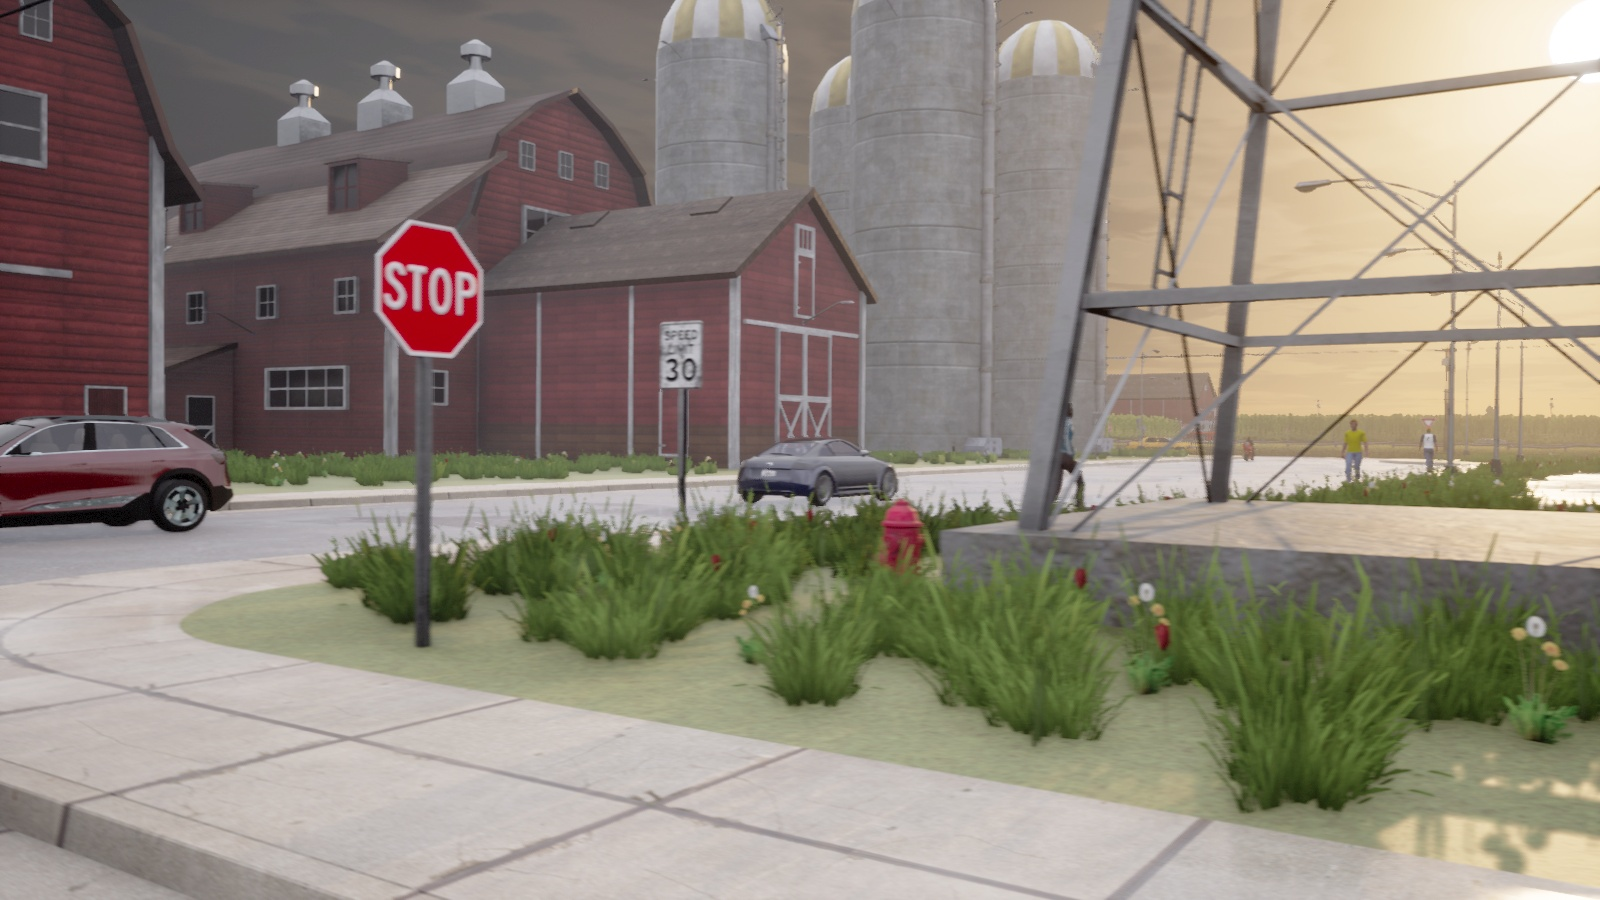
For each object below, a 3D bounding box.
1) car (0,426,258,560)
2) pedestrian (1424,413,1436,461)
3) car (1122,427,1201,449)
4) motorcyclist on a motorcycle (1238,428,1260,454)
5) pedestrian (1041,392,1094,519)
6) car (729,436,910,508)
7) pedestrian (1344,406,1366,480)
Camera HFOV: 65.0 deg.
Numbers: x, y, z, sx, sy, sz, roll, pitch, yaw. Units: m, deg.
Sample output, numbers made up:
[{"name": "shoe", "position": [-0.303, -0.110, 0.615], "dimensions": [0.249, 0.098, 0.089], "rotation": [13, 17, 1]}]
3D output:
[{"name": "car", "position": [-10.136, 0.514, 16.919], "dimensions": [2.033, 1.649, 4.856], "rotation": [0, 1, 34]}, {"name": "pedestrian", "position": [24.246, -0.496, 48.346], "dimensions": [0.354, 1.836, 0.706], "rotation": [0, 1, 32]}, {"name": "car", "position": [27.102, -0.875, 94.183], "dimensions": [5.366, 1.575, 1.801], "rotation": [0, 1, 34]}, {"name": "motorcyclist on a motorcycle", "position": [26.589, -0.550, 74.286], "dimensions": [0.797, 1.523, 2.044], "rotation": [0, 1, 33]}, {"name": "pedestrian", "position": [4.136, 0.081, 19.412], "dimensions": [0.692, 1.930, 0.396], "rotation": [-1, 1, -30]}, {"name": "car", "position": [0.508, 0.415, 26.986], "dimensions": [1.994, 1.385, 4.181], "rotation": [0, 1, 33]}, {"name": "pedestrian", "position": [13.961, -0.174, 31.604], "dimensions": [0.354, 1.836, 0.706], "rotation": [0, 1, 36]}]
